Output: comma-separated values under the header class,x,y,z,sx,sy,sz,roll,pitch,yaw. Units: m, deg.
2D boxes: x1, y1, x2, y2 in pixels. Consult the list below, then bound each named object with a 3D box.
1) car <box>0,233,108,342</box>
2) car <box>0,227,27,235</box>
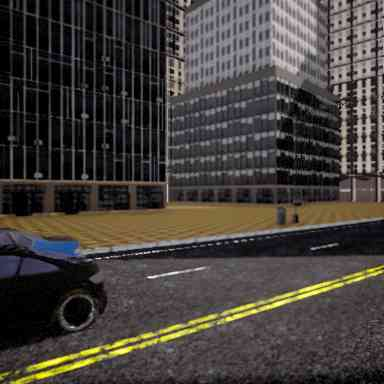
class,x,y,z,sx,sy,sz,roll,pitch,yaw
car,-3.499,1.573,5.229,4.181,1.385,1.994,0,0,-36
car,-5.357,1.560,7.870,5.357,1.411,2.033,0,0,-36
